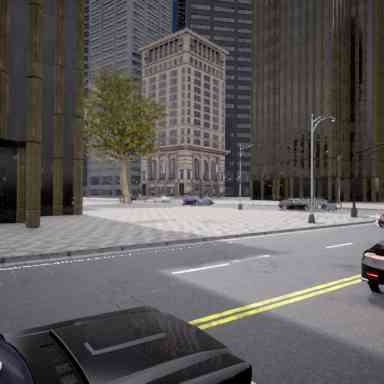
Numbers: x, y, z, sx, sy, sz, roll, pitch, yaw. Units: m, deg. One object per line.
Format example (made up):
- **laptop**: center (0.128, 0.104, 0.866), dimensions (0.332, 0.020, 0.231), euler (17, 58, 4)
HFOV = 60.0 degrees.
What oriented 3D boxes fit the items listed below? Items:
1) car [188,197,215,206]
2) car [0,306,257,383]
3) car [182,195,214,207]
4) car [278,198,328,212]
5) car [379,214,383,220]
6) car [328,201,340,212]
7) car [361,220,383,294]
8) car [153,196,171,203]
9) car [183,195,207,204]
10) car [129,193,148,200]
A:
- **car**: center (1.545, 1.546, 53.877), dimensions (1.994, 1.385, 4.181), euler (1, 0, -41)
- **car**: center (-1.747, 1.601, 2.195), dimensions (4.718, 1.301, 1.895), euler (0, 0, -36)
- **car**: center (0.564, 1.303, 50.072), dimensions (2.097, 1.767, 4.553), euler (1, -1, -41)
- **car**: center (11.800, 1.445, 36.518), dimensions (2.128, 1.511, 4.902), euler (1, 0, -38)
- **car**: center (13.664, 1.525, 21.324), dimensions (4.674, 1.442, 1.812), euler (0, 1, -43)
- **car**: center (14.534, 1.477, 38.306), dimensions (2.128, 1.511, 4.902), euler (1, 0, -38)
- **car**: center (5.774, 1.492, 7.556), dimensions (4.902, 1.511, 2.128), euler (0, 0, -35)
- **car**: center (-6.418, 1.569, 72.102), dimensions (1.812, 1.442, 4.674), euler (1, -1, -45)
- **car**: center (0.541, 1.398, 64.915), dimensions (2.097, 1.767, 4.553), euler (1, -1, -43)
- **car**: center (-10.076, 0.958, 61.892), dimensions (2.097, 1.767, 4.553), euler (1, -1, -44)
